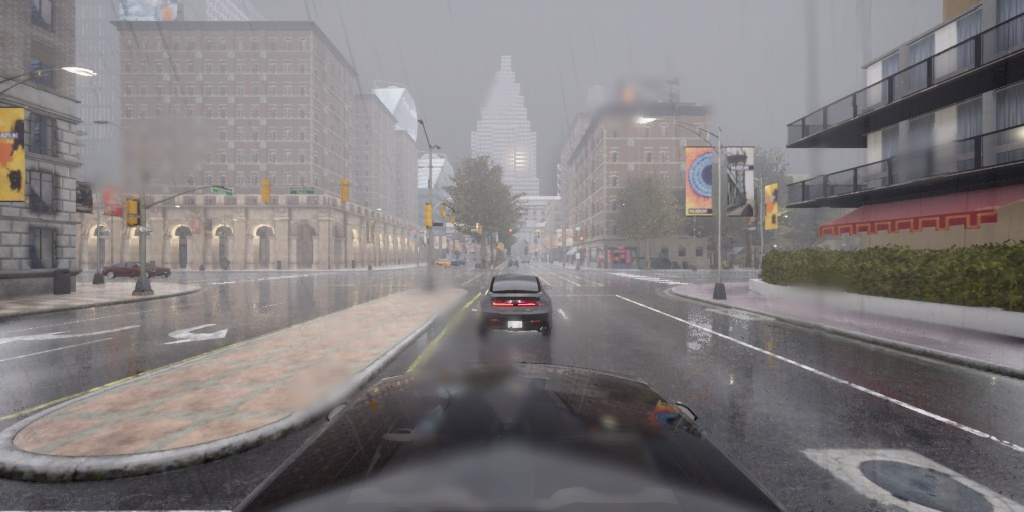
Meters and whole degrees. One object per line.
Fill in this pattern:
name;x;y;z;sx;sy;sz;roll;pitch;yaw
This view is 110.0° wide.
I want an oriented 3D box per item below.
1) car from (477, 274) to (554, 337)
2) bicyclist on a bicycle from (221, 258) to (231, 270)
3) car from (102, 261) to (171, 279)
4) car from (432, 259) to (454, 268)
car;0.096;1.255;10.292;1.837;1.490;4.892;0;0;0
bicyclist on a bicycle;-37.198;1.050;46.709;0.582;1.620;1.656;0;0;0
car;-33.650;1.228;32.251;5.008;1.535;1.882;0;0;0
car;-11.443;1.228;59.624;1.882;1.535;5.008;0;0;0
